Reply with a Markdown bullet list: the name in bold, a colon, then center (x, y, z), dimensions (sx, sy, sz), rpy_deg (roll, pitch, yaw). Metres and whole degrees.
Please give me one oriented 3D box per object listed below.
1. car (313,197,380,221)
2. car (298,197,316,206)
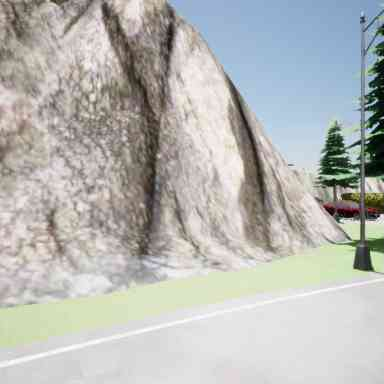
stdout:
- **car**: center (12.811, 1.477, 27.332), dimensions (1.882, 1.535, 5.008), rpy_deg (0, 0, -26)
- **car**: center (19.902, 1.561, 55.718), dimensions (4.892, 1.490, 1.837), rpy_deg (0, 0, -30)
